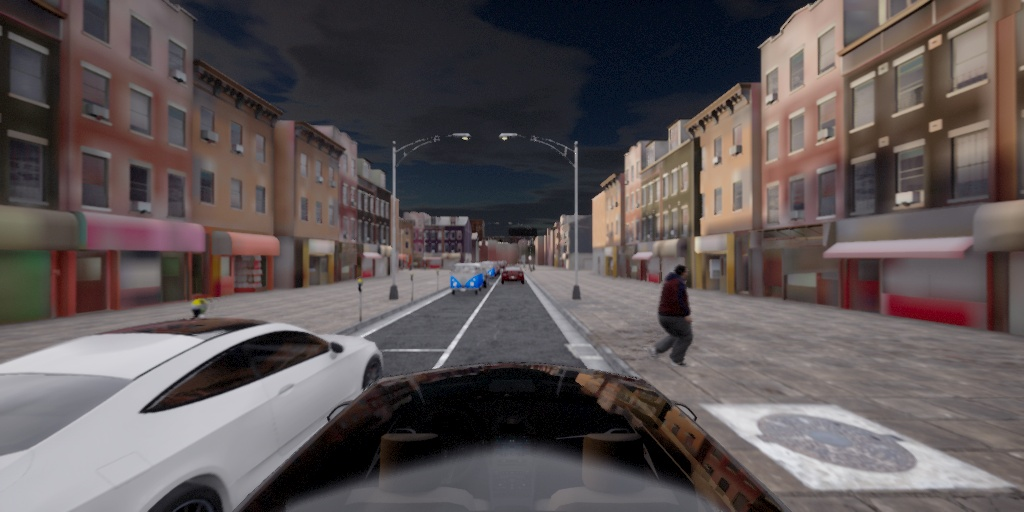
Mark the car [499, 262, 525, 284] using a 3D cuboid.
[{"bbox_3d":[0.074,1.571,31.243,1.882,1.535,5.008,0,0,0],"label":"car"}]

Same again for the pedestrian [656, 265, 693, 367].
[{"bbox_3d":[2.762,0.943,6.110,0.375,1.860,0.375,0,0,0],"label":"pedestrian"}]

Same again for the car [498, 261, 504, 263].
[{"bbox_3d":[-2.654,1.618,48.576,2.192,1.841,5.009,0,0,0],"label":"car"}]

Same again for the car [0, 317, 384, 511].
[{"bbox_3d":[-2.750,1.294,3.272,1.812,1.442,4.674,0,-1,0],"label":"car"}]

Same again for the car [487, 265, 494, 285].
[{"bbox_3d":[-2.646,1.607,26.842,1.948,1.339,4.313,0,0,0],"label":"car"}]

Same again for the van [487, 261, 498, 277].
[{"bbox_3d":[-2.650,1.512,37.709,1.690,1.789,3.998,0,0,0],"label":"van"}]

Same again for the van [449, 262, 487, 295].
[{"bbox_3d":[-2.644,1.318,21.409,1.690,1.789,3.998,0,0,0],"label":"van"}]

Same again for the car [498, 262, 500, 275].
[{"bbox_3d":[-2.652,1.782,43.142,1.888,1.381,4.507,0,0,0],"label":"car"}]
